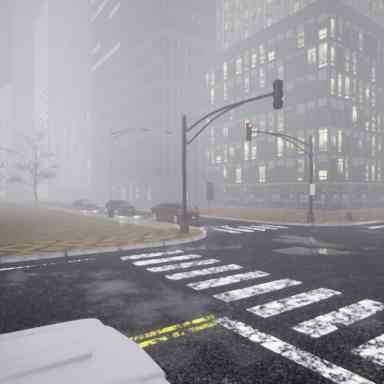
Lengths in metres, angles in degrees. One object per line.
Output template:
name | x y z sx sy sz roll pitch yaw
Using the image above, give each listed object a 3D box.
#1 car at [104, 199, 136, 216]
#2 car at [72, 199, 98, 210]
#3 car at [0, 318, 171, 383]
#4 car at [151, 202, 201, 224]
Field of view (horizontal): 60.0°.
car | -7.312 1.512 33.534 1.837 1.490 4.892 0 0 -35
car | -13.858 1.555 42.820 2.033 1.411 5.357 0 0 -35
car | -2.313 1.601 1.793 4.718 1.301 1.895 0 0 -36
car | -1.305 1.486 24.994 1.882 1.535 5.008 0 0 -35
